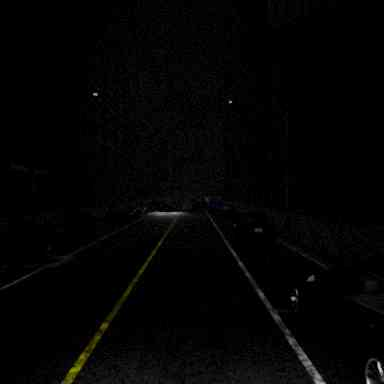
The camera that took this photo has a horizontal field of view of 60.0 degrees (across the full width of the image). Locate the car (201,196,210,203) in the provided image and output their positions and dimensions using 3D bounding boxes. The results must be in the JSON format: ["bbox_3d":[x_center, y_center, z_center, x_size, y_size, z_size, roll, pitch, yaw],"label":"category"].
[{"bbox_3d":[3.063,1.726,77.616,1.887,1.381,4.507,1,0,0],"label":"car"}]

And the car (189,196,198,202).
[{"bbox_3d":[0.388,1.629,78.037,1.895,1.301,4.718,0,0,0],"label":"car"}]

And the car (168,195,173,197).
[{"bbox_3d":[-5.520,1.713,66.405,2.008,1.369,4.403,1,0,0],"label":"car"}]

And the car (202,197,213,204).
[{"bbox_3d":[3.006,1.715,66.368,2.008,1.369,4.403,1,0,0],"label":"car"}]

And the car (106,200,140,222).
[{"bbox_3d":[-5.718,1.623,27.035,1.887,1.381,4.507,1,0,0],"label":"car"}]

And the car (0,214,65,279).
[{"bbox_3d":[-5.803,1.596,10.162,1.947,1.339,4.313,1,0,0],"label":"car"}]

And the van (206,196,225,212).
[{"bbox_3d":[2.866,1.450,38.245,1.690,1.788,3.998,1,0,0],"label":"van"}]

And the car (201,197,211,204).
[{"bbox_3d":[3.034,1.718,71.993,1.887,1.381,4.507,1,0,0],"label":"car"}]

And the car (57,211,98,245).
[{"bbox_3d":[-5.775,1.613,15.785,1.947,1.339,4.313,1,0,0],"label":"car"}]

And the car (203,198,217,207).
[{"bbox_3d":[2.949,1.695,55.119,2.008,1.369,4.403,1,0,0],"label":"car"}]

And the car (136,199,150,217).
[{"bbox_3d":[-5.688,1.533,32.659,1.967,1.590,4.097,1,0,0],"label":"car"}]

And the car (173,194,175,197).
[{"bbox_3d":[-5.464,1.704,77.484,1.752,1.417,4.829,1,0,0],"label":"car"}]

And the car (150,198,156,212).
[{"bbox_3d":[-5.661,1.651,38.284,1.887,1.381,4.507,1,0,0],"label":"car"}]

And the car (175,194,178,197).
[{"bbox_3d":[-5.407,1.775,88.903,1.802,1.307,4.206,1,0,0],"label":"car"}]

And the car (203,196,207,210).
[{"bbox_3d":[2.894,1.562,43.869,1.967,1.590,4.097,1,0,0],"label":"car"}]

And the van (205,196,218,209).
[{"bbox_3d":[2.923,1.474,49.495,1.690,1.788,3.998,1,0,0],"label":"van"}]

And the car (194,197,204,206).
[{"bbox_3d":[1.202,1.680,60.715,1.812,1.442,4.674,0,0,0],"label":"car"}]

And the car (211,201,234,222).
[{"bbox_3d":[2.807,1.663,26.996,1.802,1.307,4.206,1,0,0],"label":"car"}]

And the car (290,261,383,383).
[{"bbox_3d":[2.694,1.581,4.497,1.947,1.339,4.313,1,0,0],"label":"car"}]

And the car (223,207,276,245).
[{"bbox_3d":[2.751,1.615,15.746,1.947,1.339,4.313,1,0,0],"label":"car"}]

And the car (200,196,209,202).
[{"bbox_3d":[3.091,1.733,83.242,1.887,1.381,4.507,1,0,0],"label":"car"}]

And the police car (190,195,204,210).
[{"bbox_3d":[0.975,1.549,44.785,1.930,1.638,5.238,0,0,-2],"label":"police car"}]

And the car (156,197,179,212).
[{"bbox_3d":[-2.895,1.638,40.287,1.812,1.442,4.674,0,0,0],"label":"car"}]
